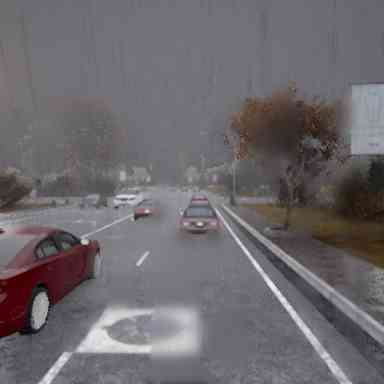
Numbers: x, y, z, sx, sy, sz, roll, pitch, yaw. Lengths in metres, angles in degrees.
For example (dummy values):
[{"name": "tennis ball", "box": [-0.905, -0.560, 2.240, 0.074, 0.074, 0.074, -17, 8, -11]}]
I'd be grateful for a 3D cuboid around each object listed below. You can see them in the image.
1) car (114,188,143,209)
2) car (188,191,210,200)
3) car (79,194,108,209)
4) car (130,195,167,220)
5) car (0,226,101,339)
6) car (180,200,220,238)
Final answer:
[{"name": "car", "box": [-6.402, 0.615, 34.253, 2.150, 2.045, 5.566, 0, 1, 1]}, {"name": "car", "box": [0.675, 0.979, 31.405, 2.128, 1.511, 4.902, 0, 1, 0]}, {"name": "car", "box": [-9.915, 0.936, 33.893, 1.812, 1.442, 4.674, 0, 1, 1]}, {"name": "car", "box": [-2.982, 1.206, 24.372, 1.994, 1.385, 4.181, 0, 1, 1]}, {"name": "car", "box": [-3.281, 1.415, 6.612, 1.882, 1.535, 5.008, 0, 1, 1]}, {"name": "car", "box": [0.371, 1.354, 16.465, 2.033, 1.411, 5.357, 0, 1, 1]}]
